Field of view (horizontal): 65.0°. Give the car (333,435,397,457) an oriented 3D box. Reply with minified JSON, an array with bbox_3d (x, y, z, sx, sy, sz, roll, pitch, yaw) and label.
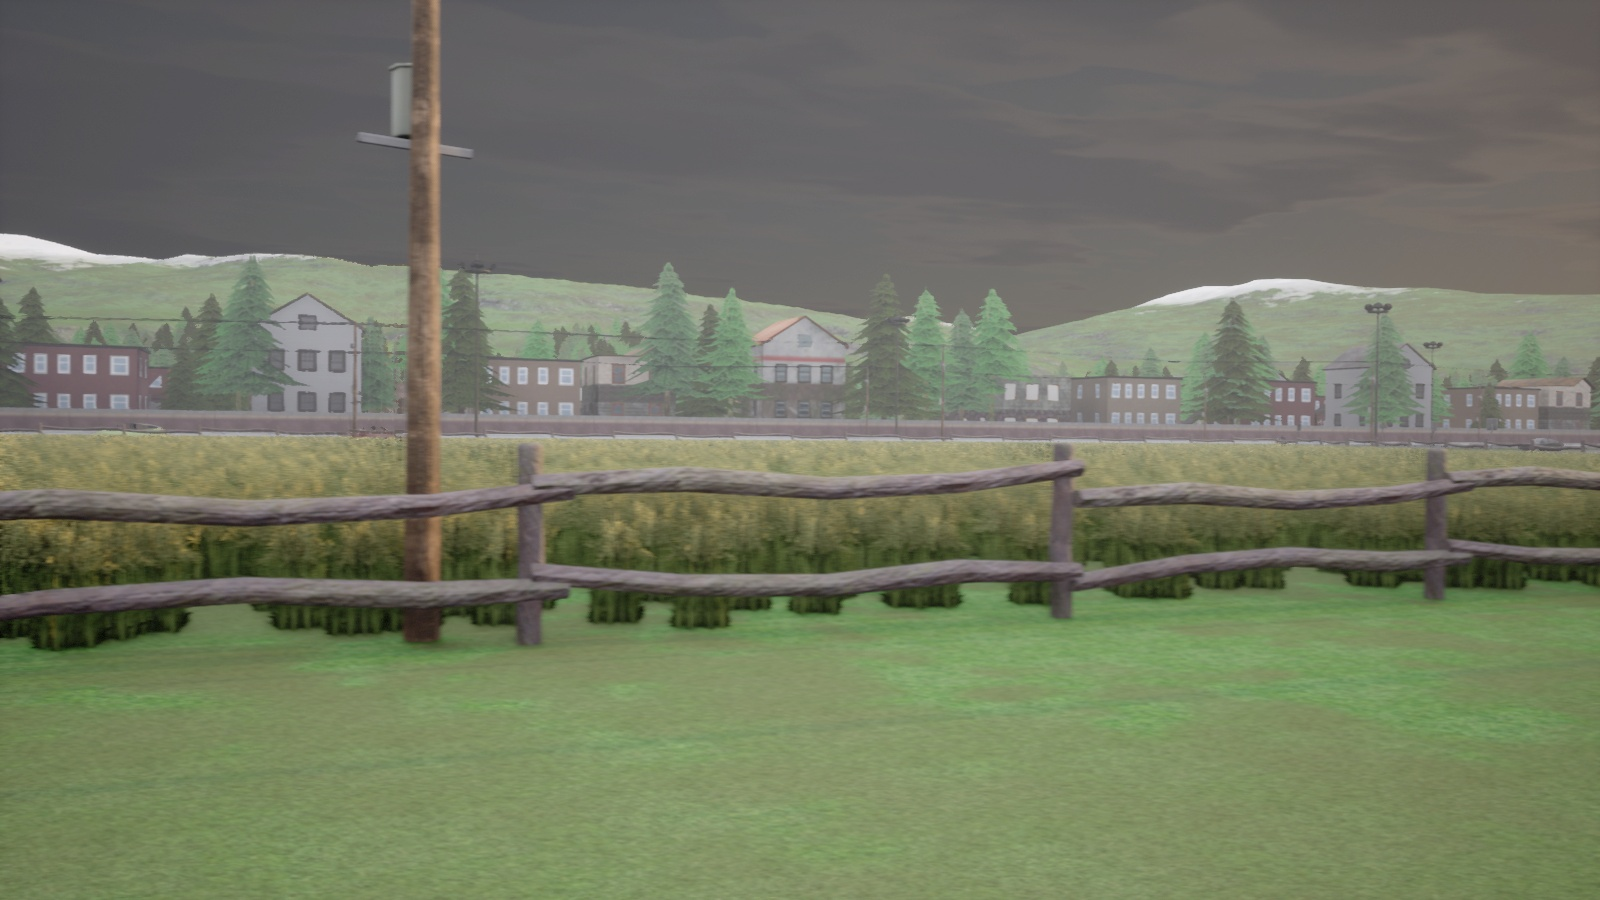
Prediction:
[{"bbox_3d":[-30.329,-0.284,87.534,4.193,1.474,1.816,-1,1,-21],"label":"car"}]

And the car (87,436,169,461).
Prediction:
[{"bbox_3d":[-44.054,-0.121,82.394,4.514,1.525,2.007,-1,1,-21],"label":"car"}]
